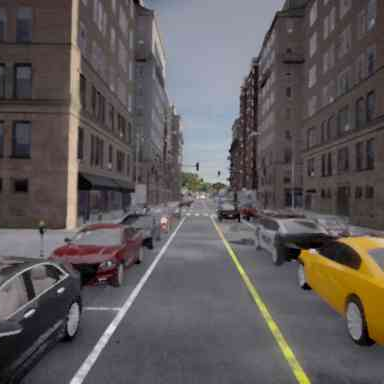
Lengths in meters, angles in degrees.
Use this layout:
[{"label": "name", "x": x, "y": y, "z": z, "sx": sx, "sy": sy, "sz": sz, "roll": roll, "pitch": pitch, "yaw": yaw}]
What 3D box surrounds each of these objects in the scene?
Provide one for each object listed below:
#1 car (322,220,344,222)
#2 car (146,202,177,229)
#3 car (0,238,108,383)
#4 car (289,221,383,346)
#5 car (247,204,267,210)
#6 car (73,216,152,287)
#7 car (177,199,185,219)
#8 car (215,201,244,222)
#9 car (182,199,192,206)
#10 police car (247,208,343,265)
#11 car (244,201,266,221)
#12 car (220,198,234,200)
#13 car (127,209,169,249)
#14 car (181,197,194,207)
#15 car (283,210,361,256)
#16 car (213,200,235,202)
[{"label": "car", "x": 5.511, "y": 1.757, "z": 9.354, "sx": 1.887, "sy": 1.381, "sz": 4.507, "roll": 1, "pitch": -1, "yaw": 1}, {"label": "car", "x": -2.264, "y": 1.627, "z": 20.890, "sx": 1.967, "sy": 1.590, "sz": 4.097, "roll": 1, "pitch": -1, "yaw": 1}, {"label": "car", "x": -2.633, "y": 1.543, "z": 3.847, "sx": 2.008, "sy": 1.369, "sz": 4.403, "roll": 1, "pitch": -1, "yaw": 1}, {"label": "car", "x": 3.534, "y": 1.625, "z": 6.565, "sx": 1.882, "sy": 1.535, "sz": 5.008, "roll": 1, "pitch": -1, "yaw": 3}, {"label": "car", "x": 5.877, "y": 1.957, "z": 26.396, "sx": 2.008, "sy": 1.369, "sz": 4.403, "roll": 1, "pitch": -1, "yaw": 1}, {"label": "car", "x": -2.510, "y": 1.602, "z": 9.528, "sx": 1.887, "sy": 1.381, "sz": 4.507, "roll": 1, "pitch": -1, "yaw": 1}, {"label": "car", "x": -2.020, "y": 1.756, "z": 32.251, "sx": 1.967, "sy": 1.590, "sz": 4.097, "roll": 1, "pitch": -1, "yaw": 1}, {"label": "car", "x": 3.346, "y": 1.881, "z": 30.684, "sx": 1.882, "sy": 1.535, "sz": 5.008, "roll": 1, "pitch": -1, "yaw": 2}, {"label": "car", "x": -1.113, "y": 2.359, "z": 75.805, "sx": 2.008, "sy": 1.369, "sz": 4.403, "roll": 1, "pitch": -1, "yaw": 1}, {"label": "police car", "x": 3.655, "y": 1.637, "z": 12.618, "sx": 1.930, "sy": 1.638, "sz": 5.238, "roll": 1, "pitch": -1, "yaw": -1}, {"label": "car", "x": 6.004, "y": 1.786, "z": 32.079, "sx": 2.192, "sy": 1.841, "sz": 5.009, "roll": 1, "pitch": -1, "yaw": 1}, {"label": "car", "x": 6.648, "y": 2.093, "z": 59.126, "sx": 2.192, "sy": 1.841, "sz": 5.009, "roll": 1, "pitch": -1, "yaw": 1}, {"label": "car", "x": -2.389, "y": 1.688, "z": 15.208, "sx": 1.947, "sy": 1.339, "sz": 4.313, "roll": 1, "pitch": -1, "yaw": 1}, {"label": "car", "x": -1.349, "y": 1.999, "z": 64.803, "sx": 2.192, "sy": 1.841, "sz": 5.009, "roll": 1, "pitch": -1, "yaw": 1}, {"label": "car", "x": 5.635, "y": 1.717, "z": 15.036, "sx": 1.967, "sy": 1.590, "sz": 4.097, "roll": 1, "pitch": -1, "yaw": 1}, {"label": "car", "x": 4.935, "y": 2.071, "z": 41.194, "sx": 1.812, "sy": 1.442, "sz": 4.674, "roll": 0, "pitch": -1, "yaw": 38}]
